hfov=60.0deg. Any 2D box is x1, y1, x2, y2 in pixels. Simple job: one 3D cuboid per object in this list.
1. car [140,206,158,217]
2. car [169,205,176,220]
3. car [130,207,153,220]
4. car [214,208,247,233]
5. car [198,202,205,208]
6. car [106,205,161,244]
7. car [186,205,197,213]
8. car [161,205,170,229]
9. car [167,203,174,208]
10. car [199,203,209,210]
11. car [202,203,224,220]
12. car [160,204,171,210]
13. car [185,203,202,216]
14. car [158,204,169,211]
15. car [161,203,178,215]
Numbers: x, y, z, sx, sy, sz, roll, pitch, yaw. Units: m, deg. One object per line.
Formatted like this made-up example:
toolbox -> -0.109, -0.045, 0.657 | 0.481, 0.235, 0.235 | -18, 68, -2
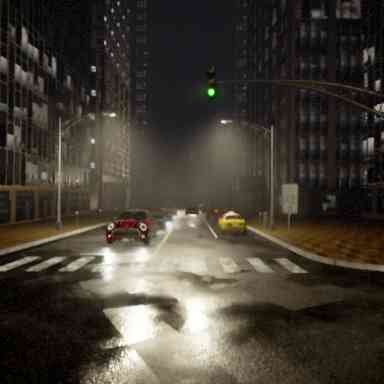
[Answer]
car -> -5.730, 2.583, 44.938 | 1.947, 1.339, 4.313 | -1, -1, 0
car -> -3.115, 2.455, 37.313 | 1.895, 1.301, 4.718 | 0, -1, 0
car -> -5.891, 2.445, 39.265 | 1.947, 1.339, 4.313 | -1, -1, 0
car -> 2.779, 2.094, 23.652 | 1.752, 1.417, 4.829 | -1, -1, 0
car -> 2.548, 3.598, 90.272 | 1.967, 1.590, 4.097 | -1, -1, 0
car -> -3.131, 1.735, 18.017 | 2.097, 1.767, 4.553 | 0, -1, 0
car -> -0.078, 3.024, 59.990 | 1.895, 1.301, 4.718 | 0, -1, 0
car -> -3.124, 2.089, 27.308 | 1.882, 1.535, 5.008 | 0, -1, 0
car -> -5.815, 3.613, 90.148 | 1.752, 1.417, 4.829 | -1, -1, 0
car -> 2.574, 3.201, 73.253 | 1.967, 1.590, 4.097 | -1, -1, 0
car -> 2.664, 2.250, 38.733 | 2.192, 1.841, 5.009 | -1, -1, 0
car -> -5.772, 3.262, 73.299 | 1.947, 1.339, 4.313 | -1, -1, 0
car -> 0.032, 2.726, 49.077 | 1.994, 1.385, 4.181 | 0, -1, 0
car -> -5.763, 3.143, 67.626 | 1.802, 1.307, 4.206 | -1, -1, 0
car -> -3.086, 2.584, 47.788 | 1.882, 1.535, 5.008 | 0, -1, 0
